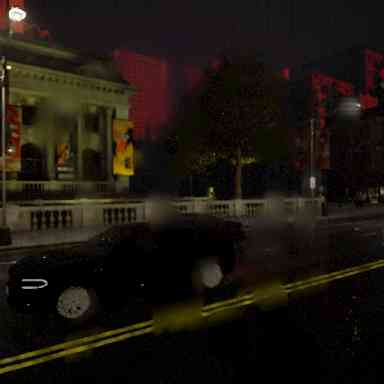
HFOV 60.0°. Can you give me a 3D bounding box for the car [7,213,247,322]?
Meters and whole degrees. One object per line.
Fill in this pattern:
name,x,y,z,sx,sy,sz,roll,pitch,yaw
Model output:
car,-1.258,1.453,7.394,5.008,1.535,1.882,-1,0,-35
